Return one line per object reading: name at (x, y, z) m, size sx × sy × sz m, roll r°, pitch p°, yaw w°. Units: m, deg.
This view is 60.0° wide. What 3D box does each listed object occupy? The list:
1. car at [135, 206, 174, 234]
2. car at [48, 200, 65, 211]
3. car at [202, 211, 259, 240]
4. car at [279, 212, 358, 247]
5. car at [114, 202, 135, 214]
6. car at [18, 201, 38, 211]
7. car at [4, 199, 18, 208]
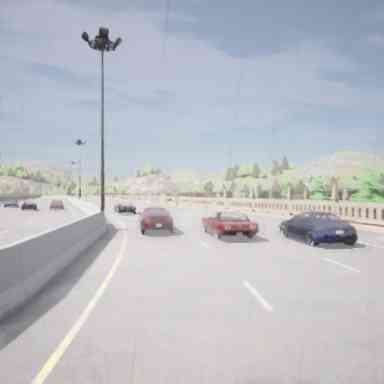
car at (-2.216, 1.620, 19.872) m, size 1.812 × 1.442 × 4.674 m, roll 0°, pitch 0°, yaw -12°
car at (-18.974, 1.810, 46.829) m, size 1.812 × 1.442 × 4.674 m, roll 0°, pitch 0°, yaw -22°
car at (1.816, 1.667, 17.498) m, size 1.895 × 1.301 × 4.718 m, roll 0°, pitch 0°, yaw -10°
car at (5.667, 1.603, 15.408) m, size 1.994 × 1.385 × 4.181 m, roll 0°, pitch 0°, yaw -8°
car at (-7.709, 1.796, 37.824) m, size 1.895 × 1.301 × 4.718 m, roll 0°, pitch 0°, yaw -21°
car at (-22.298, 1.896, 45.712) m, size 1.895 × 1.301 × 4.718 m, roll 0°, pitch 0°, yaw -21°
car at (-29.809, 1.916, 55.213) m, size 2.033 × 1.411 × 5.357 m, roll 0°, pitch 0°, yaw -21°
